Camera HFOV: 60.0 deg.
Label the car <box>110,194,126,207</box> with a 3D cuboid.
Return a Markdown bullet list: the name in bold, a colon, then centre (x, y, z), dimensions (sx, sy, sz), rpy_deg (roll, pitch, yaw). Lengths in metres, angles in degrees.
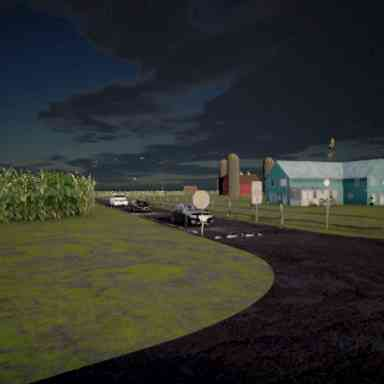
- **car**: centre (-11.643, 1.338, 52.782), dimensions (2.150, 2.045, 5.566), rpy_deg (-1, 0, -21)

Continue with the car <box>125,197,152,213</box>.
- **car**: centre (-6.000, 1.573, 38.179), dimensions (1.837, 1.490, 4.892), rpy_deg (-1, 0, -21)

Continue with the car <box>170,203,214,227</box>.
- **car**: centre (-0.120, 1.521, 23.160), dimensions (2.128, 1.511, 4.902), rpy_deg (-1, 0, -21)
